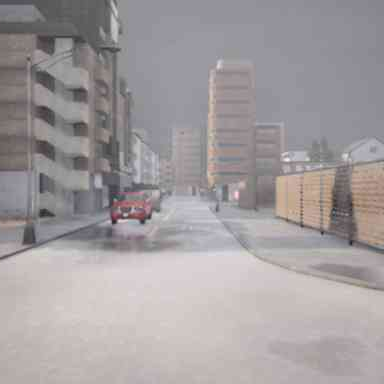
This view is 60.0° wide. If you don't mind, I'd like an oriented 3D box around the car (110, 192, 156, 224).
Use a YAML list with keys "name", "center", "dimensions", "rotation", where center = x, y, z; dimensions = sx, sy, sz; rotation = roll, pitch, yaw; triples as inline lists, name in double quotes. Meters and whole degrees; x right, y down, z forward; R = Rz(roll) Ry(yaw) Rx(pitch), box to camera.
- name: "car"
  center: [-4.072, 1.030, 23.159]
  dimensions: [2.150, 2.045, 5.566]
  rotation: [0, 0, 0]

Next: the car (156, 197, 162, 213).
- name: "car"
  center: [-4.054, 1.227, 33.599]
  dimensions: [1.837, 1.490, 4.892]
  rotation: [0, 0, 0]
